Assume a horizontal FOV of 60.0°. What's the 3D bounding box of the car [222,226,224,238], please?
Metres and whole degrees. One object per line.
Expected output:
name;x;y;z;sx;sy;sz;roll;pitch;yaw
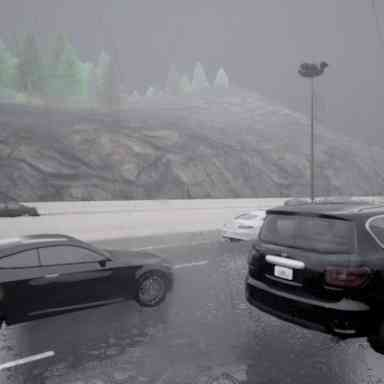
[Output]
car;3.413;1.520;14.767;4.674;1.442;1.812;0;0;-35

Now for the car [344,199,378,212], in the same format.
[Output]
car;20.270;1.555;39.873;4.181;1.385;1.994;0;0;-35

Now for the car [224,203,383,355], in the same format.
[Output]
car;3.467;1.220;6.217;5.566;2.045;2.150;0;0;-35

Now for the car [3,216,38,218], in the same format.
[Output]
car;-13.882;1.462;24.186;5.008;1.535;1.882;0;0;-35

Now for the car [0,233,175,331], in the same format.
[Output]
car;-2.540;1.522;6.237;4.674;1.442;1.812;0;0;-35
